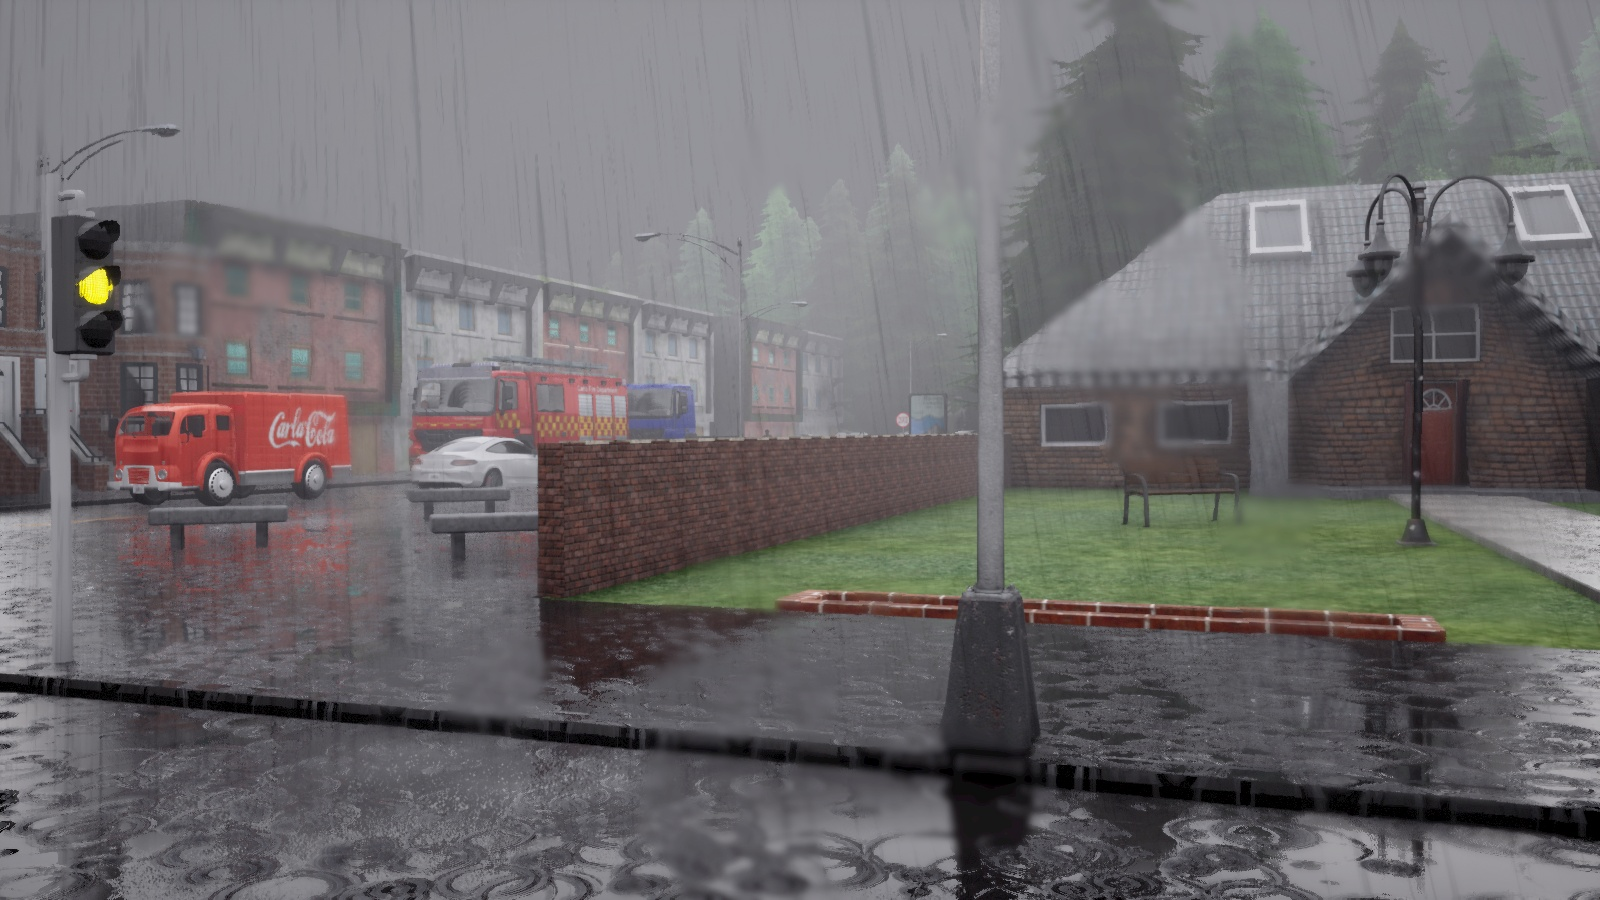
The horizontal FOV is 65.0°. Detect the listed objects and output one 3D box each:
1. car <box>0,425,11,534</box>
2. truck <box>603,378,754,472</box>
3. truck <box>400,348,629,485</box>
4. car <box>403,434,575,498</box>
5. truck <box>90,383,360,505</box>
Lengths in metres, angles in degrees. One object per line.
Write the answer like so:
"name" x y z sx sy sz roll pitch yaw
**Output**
"car" -13.060 0.461 15.935 1.801 1.575 5.366 1 1 15
"truck" -4.694 -0.980 50.418 2.891 3.462 7.936 1 1 20
"truck" -8.667 -1.003 39.476 2.891 3.827 8.468 1 1 20
"car" -7.533 0.329 30.895 1.812 1.442 4.674 1 1 20
"truck" -12.732 -0.161 28.262 2.627 2.467 5.204 1 1 20
